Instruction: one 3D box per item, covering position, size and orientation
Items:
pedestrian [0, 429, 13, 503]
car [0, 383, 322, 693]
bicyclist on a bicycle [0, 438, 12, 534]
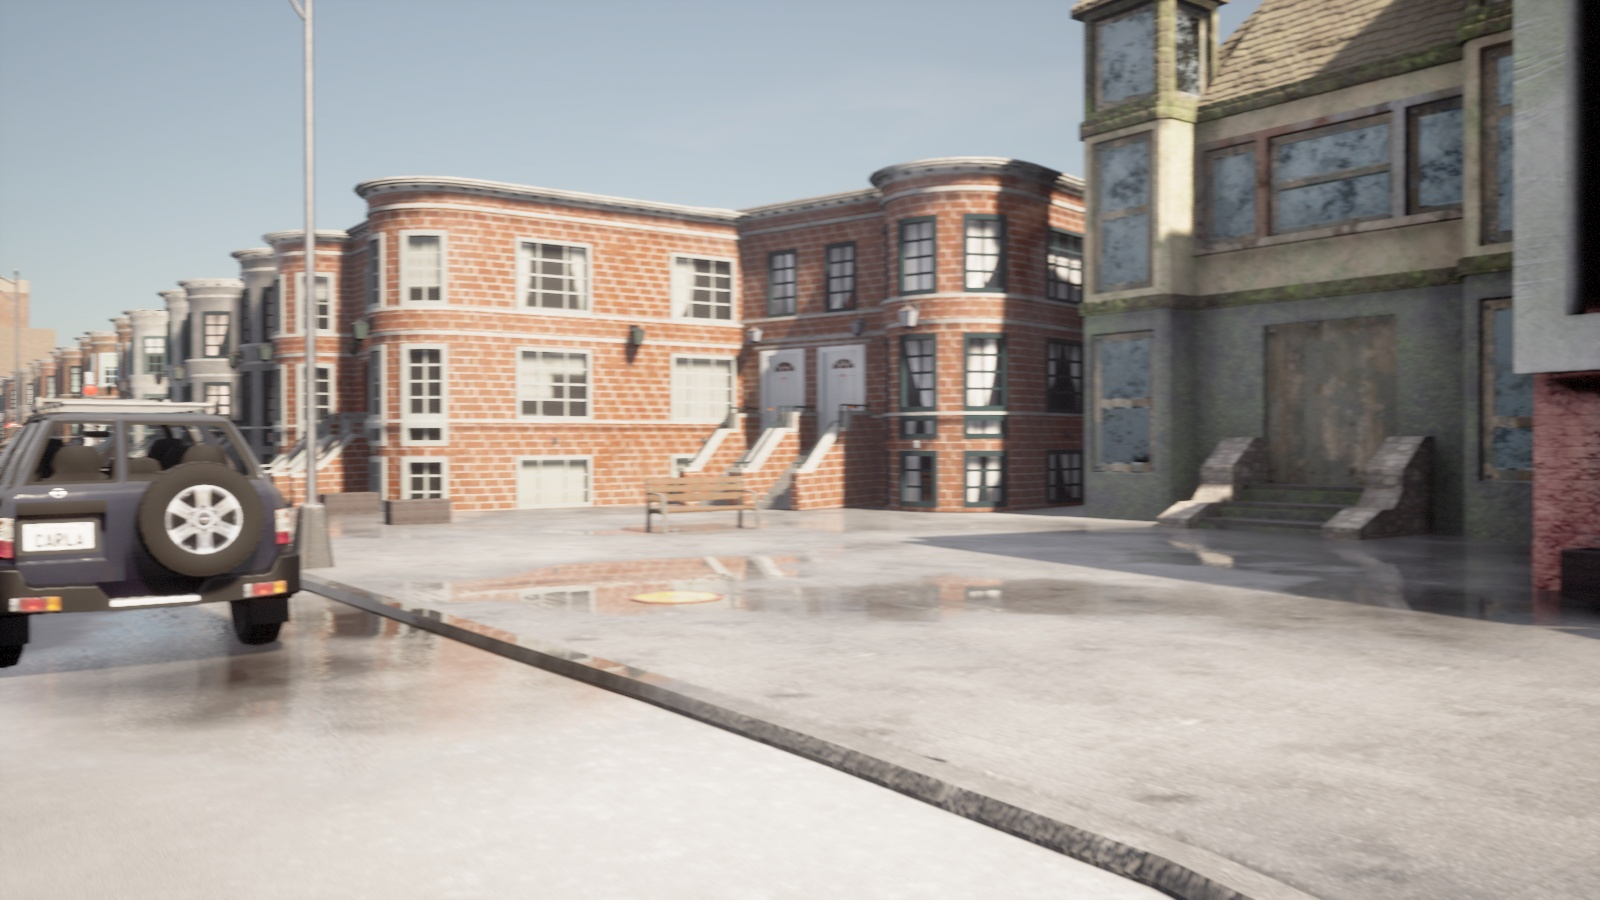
[{"bbox_3d":[-20.428,0.399,31.575,0.634,1.844,0.899,0,0,37],"label":"pedestrian"},{"bbox_3d":[-5.427,0.516,9.914,1.932,1.855,4.605,0,0,-36],"label":"car"},{"bbox_3d":[-13.983,0.604,21.635,0.582,1.620,1.656,0,0,-36],"label":"bicyclist on a bicycle"}]
